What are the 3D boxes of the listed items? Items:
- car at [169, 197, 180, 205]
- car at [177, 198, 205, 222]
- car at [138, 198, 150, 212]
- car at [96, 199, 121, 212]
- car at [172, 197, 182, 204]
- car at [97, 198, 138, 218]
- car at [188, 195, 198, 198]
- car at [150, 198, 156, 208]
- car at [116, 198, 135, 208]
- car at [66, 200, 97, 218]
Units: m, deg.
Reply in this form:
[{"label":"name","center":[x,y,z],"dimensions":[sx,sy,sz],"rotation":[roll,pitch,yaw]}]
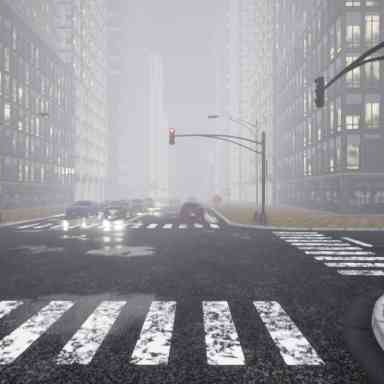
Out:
[{"label":"car","center":[-3.169,1.592,60.025],"dimensions":[2.128,1.511,4.902],"rotation":[0,0,0]},{"label":"car","center":[0.007,1.498,26.882],"dimensions":[1.882,1.535,5.008],"rotation":[0,0,-1]},{"label":"car","center":[-6.611,1.521,39.674],"dimensions":[1.882,1.535,5.008],"rotation":[0,0,0]},{"label":"car","center":[-9.861,1.607,39.528],"dimensions":[1.994,1.385,4.181],"rotation":[0,0,0]},{"label":"car","center":[-3.202,1.703,70.353],"dimensions":[1.994,1.385,4.181],"rotation":[0,0,0]},{"label":"car","center":[-6.609,1.517,30.147],"dimensions":[2.128,1.511,4.902],"rotation":[0,0,0]},{"label":"car","center":[-0.017,1.606,60.181],"dimensions":[1.837,1.490,4.892],"rotation":[0,0,0]},{"label":"car","center":[-6.609,1.594,49.721],"dimensions":[1.812,1.442,4.674],"rotation":[0,0,0]},{"label":"car","center":[-9.854,1.631,49.452],"dimensions":[1.994,1.385,4.181],"rotation":[0,0,0]},{"label":"car","center":[-9.863,1.503,30.395],"dimensions":[1.882,1.535,5.008],"rotation":[0,0,0]}]
